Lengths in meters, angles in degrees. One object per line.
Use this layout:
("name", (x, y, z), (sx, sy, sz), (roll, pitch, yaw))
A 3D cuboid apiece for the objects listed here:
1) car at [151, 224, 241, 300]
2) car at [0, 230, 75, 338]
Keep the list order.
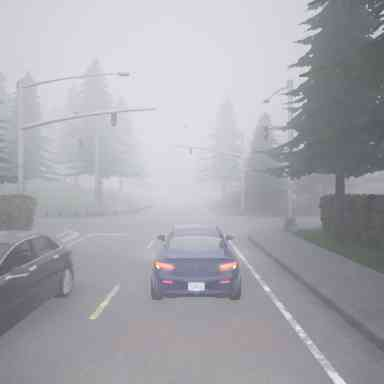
("car", (0.084, 1.526, 8.248), (1.812, 1.442, 4.674), (0, 0, 0))
("car", (-3.573, 1.506, 5.727), (1.837, 1.490, 4.892), (0, 0, 0))
